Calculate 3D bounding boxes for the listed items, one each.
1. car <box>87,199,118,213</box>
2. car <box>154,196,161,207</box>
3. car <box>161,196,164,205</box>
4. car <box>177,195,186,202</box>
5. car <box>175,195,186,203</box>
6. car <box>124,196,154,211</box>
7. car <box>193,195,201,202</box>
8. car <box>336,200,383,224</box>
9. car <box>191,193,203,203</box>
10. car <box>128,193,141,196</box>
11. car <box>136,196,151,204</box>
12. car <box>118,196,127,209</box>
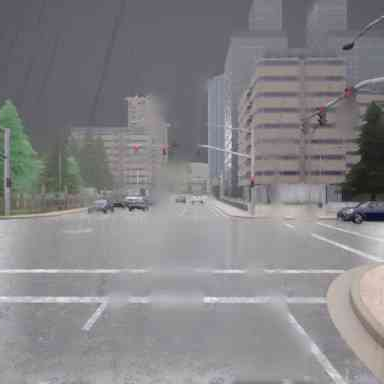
[{"bbox_3d":[-9.847,1.526,36.394,1.812,1.442,4.674,0,0,1],"label":"car"},{"bbox_3d":[-6.231,1.564,49.479,1.994,1.385,4.181,0,0,0],"label":"car"},{"bbox_3d":[-6.105,1.477,59.936,1.882,1.535,5.008,0,0,0],"label":"car"},{"bbox_3d":[-2.361,1.478,77.288,1.882,1.535,5.008,0,0,1],"label":"car"},{"bbox_3d":[-2.349,1.564,68.332,1.994,1.385,4.181,0,0,1],"label":"car"},{"bbox_3d":[-6.325,1.547,40.272,2.033,1.411,5.357,0,0,1],"label":"car"},{"bbox_3d":[1.132,1.521,76.600,1.812,1.442,4.674,0,0,1],"label":"car"},{"bbox_3d":[12.948,1.352,24.066,4.553,1.767,2.097,0,0,1],"label":"car"},{"bbox_3d":[1.037,1.221,66.915,2.150,2.045,5.566,0,0,1],"label":"car"},{"bbox_3d":[-9.660,1.221,55.454,2.150,2.045,5.566,0,0,1],"label":"car"},{"bbox_3d":[-9.511,1.491,65.686,2.128,1.511,4.902,0,0,1],"label":"car"},{"bbox_3d":[-9.773,1.601,45.494,1.895,1.301,4.718,0,0,1],"label":"car"}]
